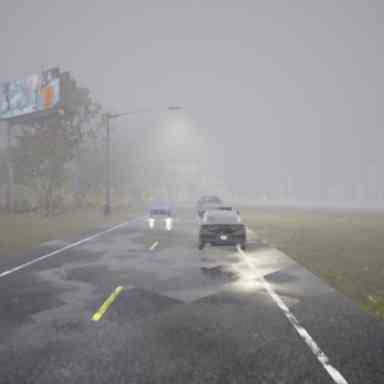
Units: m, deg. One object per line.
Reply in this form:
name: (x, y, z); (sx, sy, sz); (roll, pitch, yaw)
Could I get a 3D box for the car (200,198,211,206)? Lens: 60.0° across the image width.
car: (2.741, 1.926, 65.274); (1.882, 1.535, 5.008); (0, -1, 5)

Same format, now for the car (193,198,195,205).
car: (1.620, 1.815, 50.067); (1.812, 1.442, 4.674); (0, 0, 4)

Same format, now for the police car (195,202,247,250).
police car: (1.204, 1.456, 14.668); (1.930, 1.638, 5.238); (0, 0, 1)

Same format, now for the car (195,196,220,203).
car: (1.680, 1.339, 30.530); (2.150, 2.045, 5.566); (0, 0, 2)

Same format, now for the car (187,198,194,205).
car: (-0.015, 2.070, 73.369); (2.033, 1.411, 5.357); (0, -1, 5)

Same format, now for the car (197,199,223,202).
car: (1.462, 1.554, 24.522); (1.882, 1.535, 5.008); (0, 0, 2)

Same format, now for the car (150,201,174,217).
car: (-2.865, 1.606, 32.530); (1.882, 1.535, 5.008); (0, -1, 3)
